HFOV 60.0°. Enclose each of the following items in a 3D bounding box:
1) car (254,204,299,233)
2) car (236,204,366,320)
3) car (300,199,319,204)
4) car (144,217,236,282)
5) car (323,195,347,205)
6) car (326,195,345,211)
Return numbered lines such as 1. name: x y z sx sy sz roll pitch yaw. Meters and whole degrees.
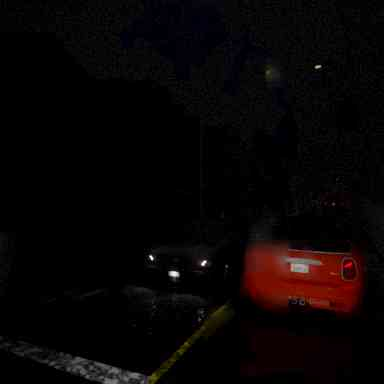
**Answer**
1. car: 5.335 1.518 20.489 1.994 1.385 4.181 1 0 24
2. car: 2.734 1.335 7.711 2.097 1.767 4.553 1 0 24
3. car: 14.197 1.603 40.058 1.837 1.490 4.892 1 -1 24
4. car: 0.676 1.497 10.097 2.033 1.411 5.357 1 0 24
5. car: 14.971 1.314 34.926 2.150 2.045 5.566 1 0 25
6. car: 19.214 1.391 44.500 2.150 2.045 5.566 1 0 24
